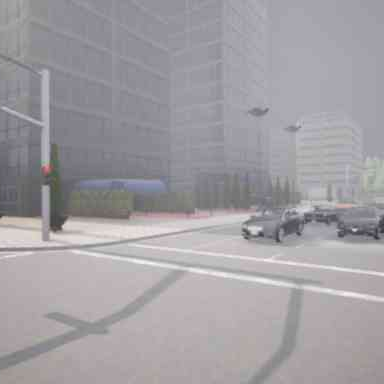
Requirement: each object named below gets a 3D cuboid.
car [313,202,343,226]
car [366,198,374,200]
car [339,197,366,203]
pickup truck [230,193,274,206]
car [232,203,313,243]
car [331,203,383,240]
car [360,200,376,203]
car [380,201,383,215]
[{"bbox_3d":[9.478,1.652,24.295,1.895,1.301,4.718,-1,0,35],"label":"car"},{"bbox_3d":[22.169,1.529,42.224,1.882,1.535,5.008,-1,0,36],"label":"car"},{"bbox_3d":[15.183,1.404,32.392,2.097,1.767,4.553,-1,0,35],"label":"car"},{"bbox_3d":[8.081,1.219,44.944,6.274,2.098,2.390,0,0,-24],"label":"pickup truck"},{"bbox_3d":[4.148,1.543,16.719,2.128,1.511,4.902,-1,0,35],"label":"car"},{"bbox_3d":[8.956,1.527,17.473,1.837,1.490,4.892,-1,0,35],"label":"car"},{"bbox_3d":[14.614,1.570,25.517,2.033,1.411,5.357,-1,0,35],"label":"car"},{"bbox_3d":[20.702,1.624,34.130,1.895,1.301,4.718,-1,0,35],"label":"car"}]
